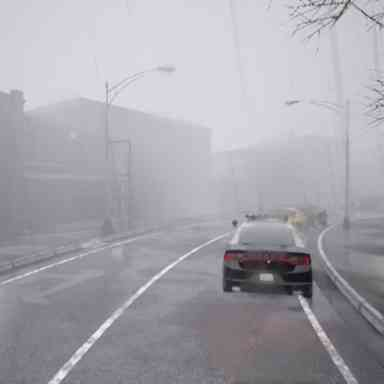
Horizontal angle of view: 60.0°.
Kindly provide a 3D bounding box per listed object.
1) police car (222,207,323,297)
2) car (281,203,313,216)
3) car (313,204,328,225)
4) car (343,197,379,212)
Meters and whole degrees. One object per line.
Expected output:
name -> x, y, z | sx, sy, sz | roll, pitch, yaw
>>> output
police car -> 1.976, 1.423, 8.856 | 1.930, 1.638, 5.238 | 0, 0, 12
car -> 5.086, 1.461, 17.736 | 1.801, 1.575, 5.366 | 1, 0, 26
car -> 7.784, 1.525, 22.433 | 1.837, 1.490, 4.892 | 1, 0, 34
car -> 20.025, 1.423, 39.408 | 4.553, 1.767, 2.097 | 1, 1, -32
